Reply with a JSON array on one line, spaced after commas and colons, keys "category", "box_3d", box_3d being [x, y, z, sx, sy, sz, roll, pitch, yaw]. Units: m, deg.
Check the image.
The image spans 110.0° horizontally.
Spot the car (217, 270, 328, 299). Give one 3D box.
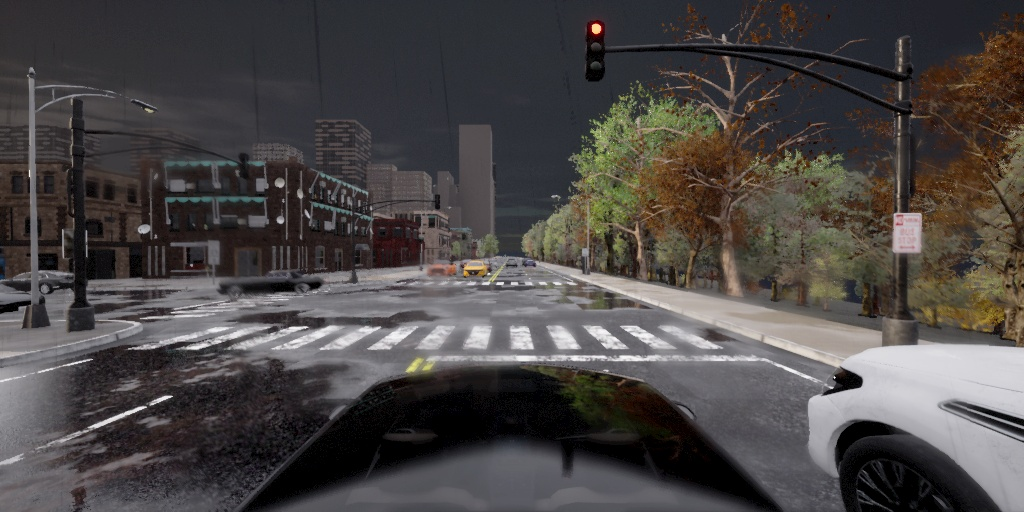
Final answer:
[{"category": "car", "box_3d": [-12.469, 1.436, 18.967, 4.718, 1.301, 1.895, -2, 1, -20]}]

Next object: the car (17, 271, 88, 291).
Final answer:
[{"category": "car", "box_3d": [-28.321, 1.560, 21.594, 4.403, 1.370, 2.007, 0, 0, 0]}]

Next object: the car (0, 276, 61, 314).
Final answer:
[{"category": "car", "box_3d": [-19.970, 1.565, 13.099, 4.313, 1.339, 1.948, 0, 0, 0]}]

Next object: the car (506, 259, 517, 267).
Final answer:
[{"category": "car", "box_3d": [-0.039, 1.290, 64.077, 1.994, 1.385, 4.181, 0, 0, 0]}]

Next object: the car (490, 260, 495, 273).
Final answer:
[{"category": "car", "box_3d": [-3.440, 1.261, 43.984, 1.812, 1.442, 4.674, 0, 0, 0]}]

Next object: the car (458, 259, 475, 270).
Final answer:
[{"category": "car", "box_3d": [-6.699, 1.209, 53.582, 1.882, 1.535, 5.008, 0, 0, 0]}]

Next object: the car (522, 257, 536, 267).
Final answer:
[{"category": "car", "box_3d": [3.219, 1.252, 64.046, 1.812, 1.442, 4.674, 0, 0, 0]}]

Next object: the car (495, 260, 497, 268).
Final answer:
[{"category": "car", "box_3d": [-3.441, 1.330, 59.599, 1.895, 1.301, 4.718, 0, 0, 0]}]

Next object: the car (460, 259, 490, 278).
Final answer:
[{"category": "car", "box_3d": [-3.418, 1.217, 34.092, 1.882, 1.535, 5.008, 0, 0, 0]}]

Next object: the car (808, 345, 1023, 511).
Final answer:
[{"category": "car", "box_3d": [3.356, 0.972, 0.343, 2.150, 2.045, 5.566, 0, 0, 0]}]

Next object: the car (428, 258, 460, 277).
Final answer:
[{"category": "car", "box_3d": [-6.669, 1.092, 34.546, 2.097, 1.767, 4.553, 0, 0, 0]}]
